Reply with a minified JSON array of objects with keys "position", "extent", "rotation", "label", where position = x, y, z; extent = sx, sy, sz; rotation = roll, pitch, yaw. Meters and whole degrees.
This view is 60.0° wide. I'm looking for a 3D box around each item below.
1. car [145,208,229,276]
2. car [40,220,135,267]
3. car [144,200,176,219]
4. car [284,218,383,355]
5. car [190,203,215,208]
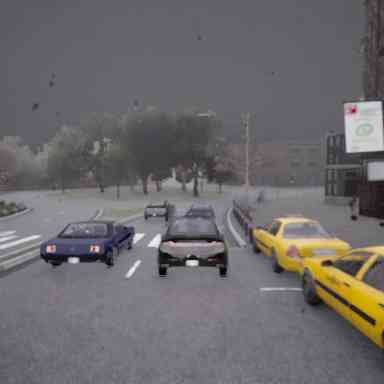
[{"position":[0.037,1.469,10.293],"extent":[2.128,1.511,4.902],"rotation":[0,0,1],"label":"car"},{"position":[-3.204,1.583,11.318],"extent":[1.895,1.301,4.718],"rotation":[0,0,1],"label":"car"},{"position":[-2.418,1.394,26.013],"extent":[2.128,1.511,4.902],"rotation":[0,1,6],"label":"car"},{"position":[3.188,1.457,5.052],"extent":[1.946,1.575,5.366],"rotation":[0,0,-1],"label":"car"},{"position":[0.786,1.518,25.562],"extent":[1.895,1.301,4.718],"rotation":[0,1,6],"label":"car"}]
